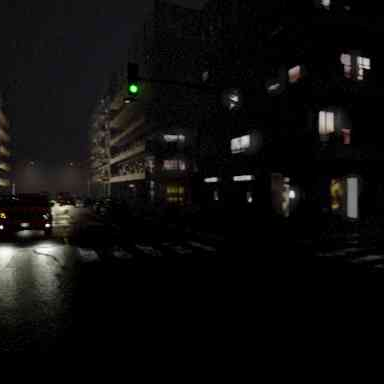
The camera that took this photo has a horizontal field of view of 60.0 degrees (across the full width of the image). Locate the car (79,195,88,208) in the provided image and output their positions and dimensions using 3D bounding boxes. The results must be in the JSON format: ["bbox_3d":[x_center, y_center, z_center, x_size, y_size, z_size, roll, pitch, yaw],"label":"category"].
[{"bbox_3d":[-12.937,1.300,42.407,1.802,1.307,4.206,0,0,-23],"label":"car"}]

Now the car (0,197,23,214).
[{"bbox_3d":[-18.327,1.309,33.720,1.752,1.417,4.829,0,0,-23],"label":"car"}]

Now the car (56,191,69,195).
[{"bbox_3d":[-21.487,0.874,55.641,2.150,2.045,5.566,0,0,-23],"label":"car"}]

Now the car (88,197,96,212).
[{"bbox_3d":[-8.452,1.216,31.964,1.967,1.590,4.097,0,0,-23],"label":"car"}]

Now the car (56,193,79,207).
[{"bbox_3d":[-16.763,1.275,44.772,1.994,1.385,4.181,0,0,-24],"label":"car"}]

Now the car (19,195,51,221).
[{"bbox_3d":[-12.395,1.171,26.482,2.097,1.767,4.553,0,0,-23],"label":"car"}]

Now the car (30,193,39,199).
[{"bbox_3d":[-40.823,1.076,86.086,1.947,1.339,4.313,0,0,-23],"label":"car"}]

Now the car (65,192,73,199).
[{"bbox_3d":[-33.124,0.914,89.395,1.967,1.590,4.097,0,0,-23],"label":"car"}]

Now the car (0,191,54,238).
[{"bbox_3d":[-8.504,1.093,17.366,2.150,2.045,5.566,0,0,-23],"label":"car"}]

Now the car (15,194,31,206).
[{"bbox_3d":[-25.123,1.138,49.539,1.967,1.590,4.097,0,0,-23],"label":"car"}]

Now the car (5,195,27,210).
[{"bbox_3d":[-20.637,1.194,39.097,1.967,1.590,4.097,0,0,-23],"label":"car"}]

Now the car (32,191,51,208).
[{"bbox_3d":[-20.421,0.936,45.300,2.150,2.045,5.566,0,0,-23],"label":"car"}]

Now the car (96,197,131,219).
[{"bbox_3d":[-6.210,1.245,26.743,1.967,1.590,4.097,0,0,-23],"label":"car"}]

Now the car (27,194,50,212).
[{"bbox_3d":[-16.295,1.120,35.580,2.097,1.767,4.553,0,0,-23],"label":"car"}]
